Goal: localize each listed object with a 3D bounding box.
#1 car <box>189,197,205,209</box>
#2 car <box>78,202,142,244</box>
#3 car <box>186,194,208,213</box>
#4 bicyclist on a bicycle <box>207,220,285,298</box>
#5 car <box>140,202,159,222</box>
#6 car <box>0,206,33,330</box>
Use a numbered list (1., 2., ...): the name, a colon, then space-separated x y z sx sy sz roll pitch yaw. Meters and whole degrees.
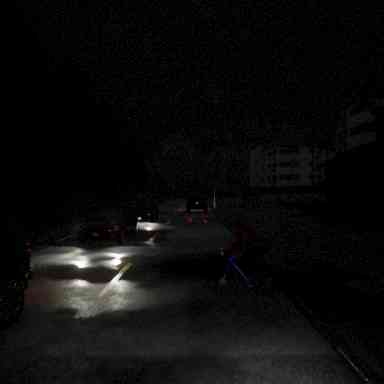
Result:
1. car: 0.675 1.521 47.252 2.033 1.411 5.357 0 0 0
2. car: -3.909 1.469 16.060 1.882 1.535 5.008 0 0 1
3. car: 0.533 1.203 36.026 2.150 2.045 5.566 0 0 1
4. bicyclist on a bicycle: 1.124 1.411 6.977 1.656 1.620 0.582 -1 0 1
5. car: -3.757 1.533 26.821 2.033 1.411 5.357 0 0 1
6. car: -4.064 1.223 3.972 2.150 2.045 5.566 0 0 1
